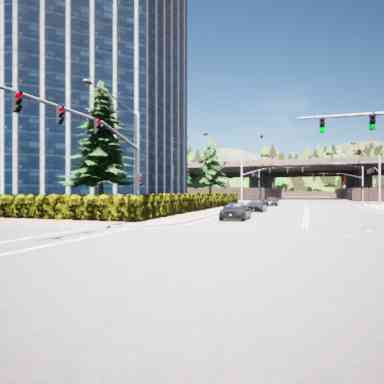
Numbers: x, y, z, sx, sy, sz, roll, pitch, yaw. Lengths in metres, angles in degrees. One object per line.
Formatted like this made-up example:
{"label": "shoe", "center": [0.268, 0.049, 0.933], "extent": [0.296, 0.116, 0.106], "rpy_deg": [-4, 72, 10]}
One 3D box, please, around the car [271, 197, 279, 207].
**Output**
{"label": "car", "center": [12.691, 1.486, 52.812], "extent": [2.128, 1.511, 4.902], "rpy_deg": [0, 0, 19]}

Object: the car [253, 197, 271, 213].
{"label": "car", "center": [7.380, 1.537, 37.877], "extent": [2.033, 1.411, 5.357], "rpy_deg": [0, 0, 20]}

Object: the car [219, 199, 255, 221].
{"label": "car", "center": [3.540, 1.556, 26.925], "extent": [1.994, 1.385, 4.181], "rpy_deg": [0, 0, 19]}
